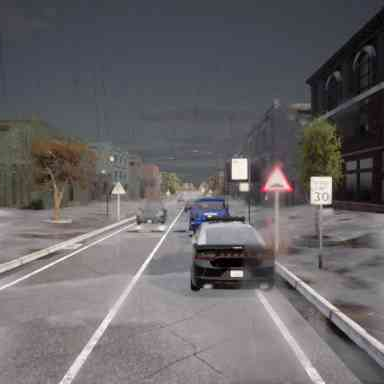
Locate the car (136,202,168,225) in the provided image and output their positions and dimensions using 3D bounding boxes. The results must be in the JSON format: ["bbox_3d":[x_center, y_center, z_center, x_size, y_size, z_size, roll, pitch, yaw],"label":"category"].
[{"bbox_3d":[-3.069,1.576,26.339,2.097,1.767,4.553,0,-1,0],"label":"car"}]

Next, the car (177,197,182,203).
[{"bbox_3d":[-2.893,2.139,87.691,1.837,1.490,4.892,0,0,0],"label":"car"}]

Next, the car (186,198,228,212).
[{"bbox_3d":[0.923,1.377,19.235,2.150,2.045,5.566,0,-1,0],"label":"car"}]

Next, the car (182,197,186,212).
[{"bbox_3d":[0.083,1.754,45.402,2.097,1.767,4.553,0,0,1],"label":"car"}]

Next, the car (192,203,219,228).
[{"bbox_3d":[0.930,1.671,25.395,1.801,1.575,5.366,0,-1,0],"label":"car"}]

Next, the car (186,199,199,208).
[{"bbox_3d":[0.072,2.039,57.797,2.033,1.411,5.357,0,0,0],"label":"car"}]

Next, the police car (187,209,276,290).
[{"bbox_3d":[0.910,1.476,9.314,1.930,1.638,5.238,0,-1,0],"label":"police car"}]
